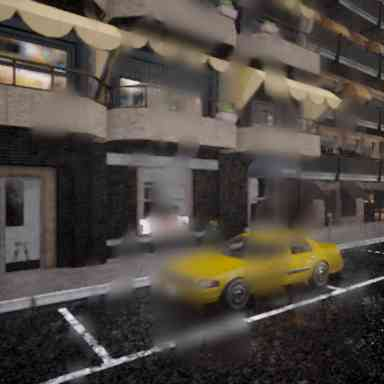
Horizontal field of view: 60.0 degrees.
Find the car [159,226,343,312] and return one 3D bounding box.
[{"bbox_3d":[1.575,1.513,7.683,4.829,1.417,1.752,0,0,-35],"label":"car"}]
